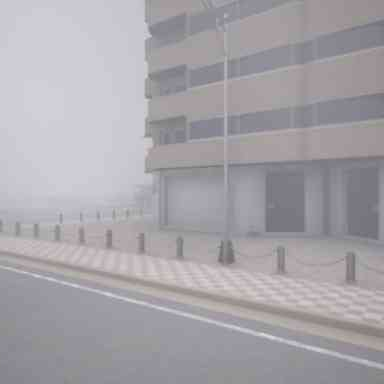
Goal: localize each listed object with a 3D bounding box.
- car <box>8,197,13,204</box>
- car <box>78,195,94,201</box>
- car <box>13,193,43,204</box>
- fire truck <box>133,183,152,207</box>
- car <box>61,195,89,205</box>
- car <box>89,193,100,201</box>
[{"bbox_3d":[-38.615,1.525,75.365,1.784,1.438,3.905,0,0,35],"label":"car"},{"bbox_3d":[-28.566,1.556,89.652,1.970,1.475,3.806,0,0,35],"label":"car"},{"bbox_3d":[-36.285,1.310,73.644,1.932,1.855,4.605,0,0,35],"label":"car"},{"bbox_3d":[-5.559,0.438,53.721,2.891,3.827,8.468,0,0,35],"label":"fire truck"},{"bbox_3d":[-22.423,1.528,63.980,1.970,1.475,3.806,0,0,35],"label":"car"},{"bbox_3d":[-26.206,1.312,87.975,1.905,1.878,3.866,0,0,35],"label":"car"}]
